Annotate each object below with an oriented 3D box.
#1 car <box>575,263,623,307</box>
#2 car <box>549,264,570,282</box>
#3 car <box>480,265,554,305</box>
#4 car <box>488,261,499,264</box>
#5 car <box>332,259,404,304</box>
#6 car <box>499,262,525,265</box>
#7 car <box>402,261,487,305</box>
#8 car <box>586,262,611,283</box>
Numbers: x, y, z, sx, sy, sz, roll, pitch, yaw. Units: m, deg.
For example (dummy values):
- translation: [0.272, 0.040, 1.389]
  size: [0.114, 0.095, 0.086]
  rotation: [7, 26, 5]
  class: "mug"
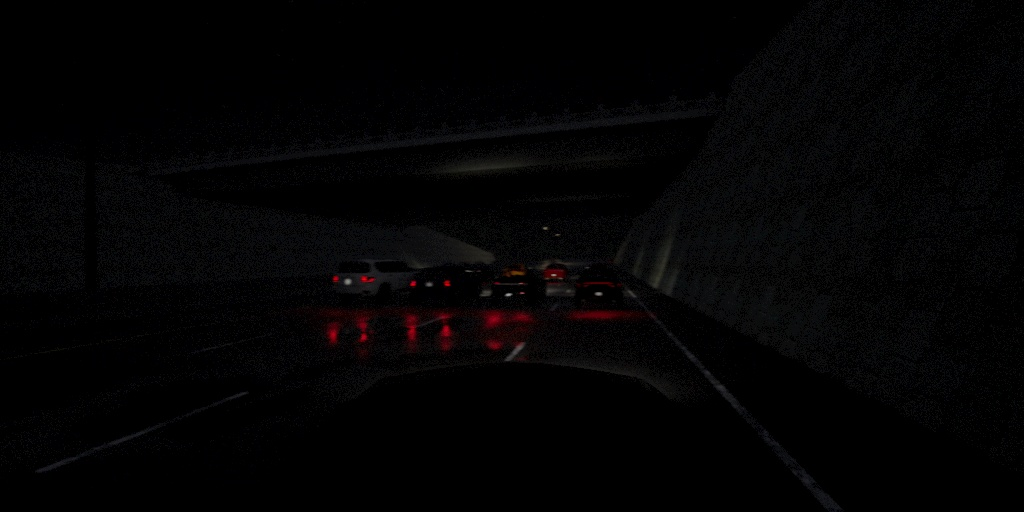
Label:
- translation: [3.881, 1.284, 16.060]
  size: [1.882, 1.535, 5.008]
  rotation: [-1, 0, 14]
  class: "car"
- translation: [3.969, 1.398, 31.458]
  size: [1.882, 1.535, 5.008]
  rotation: [-1, 0, 14]
  class: "car"
- translation: [0.435, 1.349, 16.703]
  size: [2.128, 1.511, 4.902]
  rotation: [-1, 0, 14]
  class: "car"
- translation: [-2.879, 1.514, 32.917]
  size: [2.128, 1.511, 4.902]
  rotation: [-1, 0, 14]
  class: "car"
- translation: [-6.441, 1.173, 18.069]
  size: [2.150, 2.045, 5.566]
  rotation: [-1, 0, 14]
  class: "car"
- translation: [0.566, 1.449, 32.273]
  size: [1.882, 1.535, 5.008]
  rotation: [-1, 0, 14]
  class: "car"
- translation: [-3.021, 1.256, 17.313]
  size: [2.097, 1.767, 4.553]
  rotation: [-1, -1, 14]
  class: "car"
- translation: [7.377, 1.348, 30.660]
  size: [1.882, 1.535, 5.008]
  rotation: [-1, 0, 14]
  class: "car"
